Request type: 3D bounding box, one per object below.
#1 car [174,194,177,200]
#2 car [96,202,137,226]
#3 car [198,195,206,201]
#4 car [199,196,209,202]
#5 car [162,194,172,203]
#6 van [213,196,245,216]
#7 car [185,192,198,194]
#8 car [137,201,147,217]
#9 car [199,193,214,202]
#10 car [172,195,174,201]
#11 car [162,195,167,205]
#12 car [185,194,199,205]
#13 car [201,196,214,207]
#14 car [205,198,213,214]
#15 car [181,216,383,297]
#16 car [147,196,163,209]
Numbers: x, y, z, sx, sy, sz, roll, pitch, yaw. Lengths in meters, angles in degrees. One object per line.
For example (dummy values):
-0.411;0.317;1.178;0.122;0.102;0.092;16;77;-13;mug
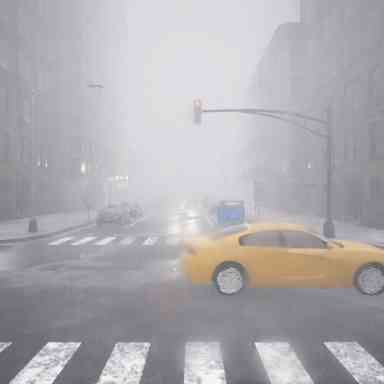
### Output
-5.410;1.409;79.995;1.967;1.590;4.097;0;0;0;car
-5.395;1.549;23.176;2.008;1.369;4.403;0;0;0;car
2.614;1.531;85.681;1.947;1.339;4.313;0;0;0;car
2.617;1.524;74.319;2.008;1.369;4.403;0;0;0;car
-5.405;1.548;62.949;1.947;1.339;4.313;0;0;0;car
2.630;1.340;23.187;1.690;1.788;3.998;0;0;0;van
0.076;1.331;67.096;2.097;1.767;4.553;0;0;-2;car
-5.396;1.543;28.858;1.887;1.381;4.507;0;0;0;car
2.623;1.305;51.594;2.192;1.841;5.009;0;0;0;car
-5.407;1.293;68.631;2.192;1.841;5.009;0;0;0;car
-5.402;1.556;51.586;1.947;1.339;4.313;0;0;0;car
0.088;1.512;57.266;1.812;1.442;4.674;0;0;0;car
2.625;1.576;45.912;1.802;1.307;4.206;0;0;0;car
2.628;1.580;34.549;1.802;1.307;4.206;0;0;0;car
2.251;1.496;8.064;5.008;1.535;1.882;0;0;0;car
-5.401;1.520;45.734;1.752;1.417;4.829;0;0;0;car
